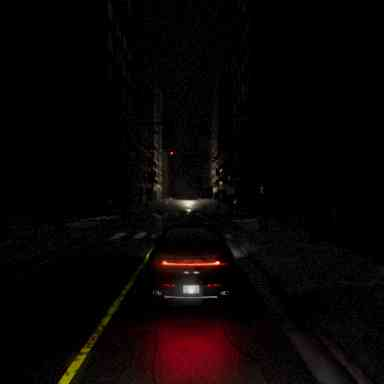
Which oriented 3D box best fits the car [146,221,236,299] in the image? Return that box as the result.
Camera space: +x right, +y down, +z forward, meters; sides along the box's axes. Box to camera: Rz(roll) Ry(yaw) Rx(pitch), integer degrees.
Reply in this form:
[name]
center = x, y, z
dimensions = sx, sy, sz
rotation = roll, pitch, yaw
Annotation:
[car]
center = -0.017, 1.506, 8.413
dimensions = 1.837, 1.490, 4.892
rotation = 0, 0, 0
